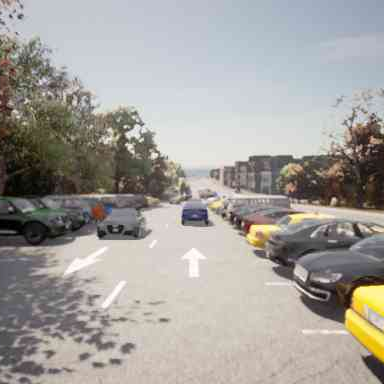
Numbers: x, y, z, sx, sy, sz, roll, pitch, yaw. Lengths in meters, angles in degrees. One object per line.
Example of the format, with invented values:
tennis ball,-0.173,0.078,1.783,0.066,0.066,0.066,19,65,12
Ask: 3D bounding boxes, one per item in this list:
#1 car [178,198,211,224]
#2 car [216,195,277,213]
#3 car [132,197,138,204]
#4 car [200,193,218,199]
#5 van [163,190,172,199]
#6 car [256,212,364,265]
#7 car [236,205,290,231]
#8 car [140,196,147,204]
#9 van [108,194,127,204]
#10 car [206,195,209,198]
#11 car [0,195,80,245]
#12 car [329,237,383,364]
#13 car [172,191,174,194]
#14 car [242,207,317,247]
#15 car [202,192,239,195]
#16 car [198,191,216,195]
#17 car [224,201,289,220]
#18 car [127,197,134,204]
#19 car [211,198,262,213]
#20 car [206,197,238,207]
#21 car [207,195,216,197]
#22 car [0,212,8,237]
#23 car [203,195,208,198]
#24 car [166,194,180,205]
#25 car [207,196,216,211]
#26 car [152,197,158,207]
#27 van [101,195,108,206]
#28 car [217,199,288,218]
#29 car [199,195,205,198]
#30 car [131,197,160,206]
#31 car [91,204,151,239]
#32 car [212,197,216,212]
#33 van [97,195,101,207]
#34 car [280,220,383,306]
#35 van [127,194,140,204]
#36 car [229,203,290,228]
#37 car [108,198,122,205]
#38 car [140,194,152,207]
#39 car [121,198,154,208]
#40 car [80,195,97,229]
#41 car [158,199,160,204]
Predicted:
car,0.212,1.467,24.826,1.882,1.535,5.008,0,0,0
car,4.641,1.342,28.901,4.553,1.767,2.185,0,0,0
car,-8.411,1.512,34.432,4.792,1.488,2.163,0,0,0
car,4.729,1.089,94.818,5.008,1.535,2.097,0,0,0
van,-8.276,0.872,86.457,4.442,1.987,1.878,1,0,0
car,4.575,1.483,9.470,4.892,1.521,2.231,0,0,0
car,4.636,1.506,15.022,4.792,1.488,2.163,0,0,0
car,-8.327,1.548,40.096,4.792,1.488,2.163,0,0,0
van,-8.299,1.244,29.040,4.442,1.987,1.878,0,0,0
car,4.744,1.560,45.549,4.892,1.521,2.231,0,0,0
car,-8.444,1.228,15.175,5.566,2.045,2.435,0,0,0
car,4.740,1.484,3.917,5.366,1.575,1.946,0,0,0
car,-8.385,1.120,94.829,4.792,1.488,2.163,0,0,0
car,4.779,1.476,12.245,5.366,1.575,1.946,0,0,0
car,4.747,1.351,51.104,5.566,2.045,2.435,0,0,0
car,4.707,1.123,86.469,4.792,1.488,2.163,0,0,0
car,4.662,1.501,20.575,4.792,1.488,2.163,0,0,0
car,-8.424,1.503,31.793,4.792,1.488,2.163,0,0,0
car,4.896,1.493,37.099,5.366,1.575,1.946,0,0,0
car,4.784,1.624,53.877,5.008,1.535,2.097,0,0,0
car,4.922,1.534,42.773,5.366,1.575,1.946,0,0,0
car,-8.493,1.484,9.634,5.008,1.535,2.097,0,0,0
car,4.577,1.578,48.326,5.366,1.575,1.946,0,0,0
car,-3.196,1.691,63.061,2.128,1.511,4.902,0,0,0
car,4.512,1.478,34.448,5.366,1.575,1.946,0,0,0
car,-8.131,1.580,48.404,5.366,1.575,1.946,0,0,0
van,-8.550,1.246,23.485,4.442,1.987,1.878,0,0,0
car,4.629,1.497,26.128,4.792,1.488,2.163,0,0,0
car,0.292,1.527,41.739,1.882,1.535,5.008,0,0,0
car,-8.260,1.669,59.362,5.008,1.535,2.097,0,0,0
car,-3.521,1.560,17.331,1.994,1.385,4.181,0,0,0
car,4.691,1.472,31.680,4.892,1.521,2.231,0,0,0
van,-8.330,1.248,20.714,4.442,1.987,1.878,0,0,0
car,4.574,1.485,6.694,4.892,1.521,2.231,0,0,0
van,-8.486,1.272,37.205,4.442,1.987,1.878,0,0,0
car,4.649,1.504,17.799,4.792,1.488,2.163,0,0,0
car,-8.426,1.469,26.255,5.008,1.535,2.097,0,0,0
car,-8.371,1.289,42.868,5.566,2.045,2.435,0,0,0
car,-8.301,1.645,51.175,4.674,1.452,2.002,0,0,0
car,-8.431,1.225,17.945,5.566,2.045,2.435,0,0,0
car,-8.310,1.522,56.592,4.553,1.767,2.185,0,0,0
